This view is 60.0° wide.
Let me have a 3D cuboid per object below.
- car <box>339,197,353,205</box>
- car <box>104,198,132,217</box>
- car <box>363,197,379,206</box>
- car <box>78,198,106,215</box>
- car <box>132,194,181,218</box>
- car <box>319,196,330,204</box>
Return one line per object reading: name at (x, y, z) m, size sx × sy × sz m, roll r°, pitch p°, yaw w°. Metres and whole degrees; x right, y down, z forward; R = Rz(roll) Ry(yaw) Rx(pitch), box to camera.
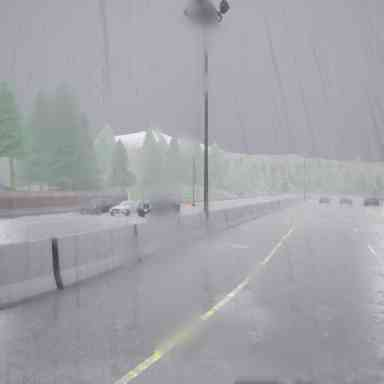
car at (27.228, 1.526, 58.862) m, size 1.812 × 1.442 × 4.674 m, roll 0°, pitch 0°, yaw 22°
car at (-6.090, 1.533, 32.140) m, size 1.812 × 1.442 × 4.674 m, roll 0°, pitch 0°, yaw 22°
car at (29.140, 1.491, 54.195) m, size 2.128 × 1.511 × 4.902 m, roll 0°, pitch 0°, yaw 22°
car at (-9.298, 1.381, 33.544) m, size 2.097 × 1.767 × 4.553 m, roll 0°, pitch 0°, yaw 22°
car at (-2.904, 1.209, 30.684) m, size 2.150 × 2.045 × 5.566 m, roll 0°, pitch 0°, yaw 22°
car at (25.381, 1.492, 63.669) m, size 2.128 × 1.511 × 4.902 m, roll 0°, pitch 0°, yaw 22°
